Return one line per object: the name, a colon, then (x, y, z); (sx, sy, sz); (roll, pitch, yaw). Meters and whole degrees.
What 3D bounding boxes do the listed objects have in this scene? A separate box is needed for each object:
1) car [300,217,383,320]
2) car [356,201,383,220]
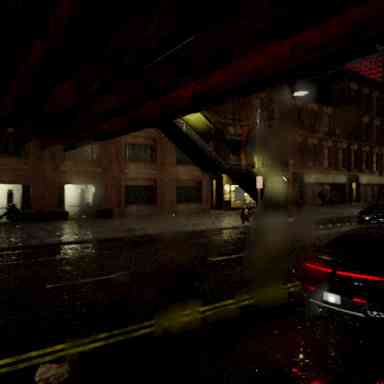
car: (4.249, 1.463, 6.862); (4.892, 1.490, 1.837); (-1, 0, -36)
car: (12.768, 1.371, 21.960); (4.892, 1.490, 1.837); (0, 0, -36)
